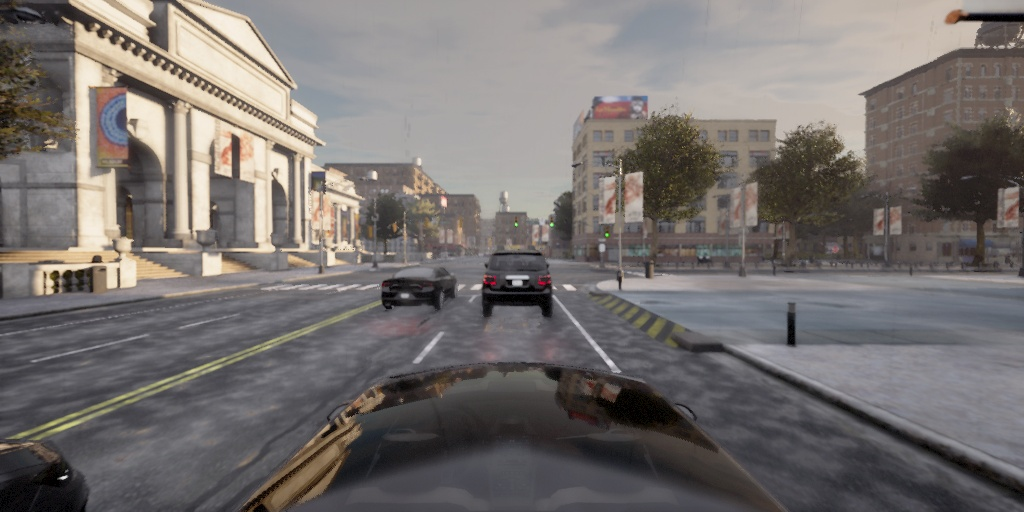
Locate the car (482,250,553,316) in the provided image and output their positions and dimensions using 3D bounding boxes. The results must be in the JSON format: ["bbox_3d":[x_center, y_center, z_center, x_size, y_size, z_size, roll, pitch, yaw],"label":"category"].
[{"bbox_3d":[0.173,0.805,12.717,2.150,2.045,5.566,0,1,0],"label":"car"}]

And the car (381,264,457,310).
[{"bbox_3d":[-3.312,1.048,13.626,1.882,1.535,5.008,0,1,0],"label":"car"}]
